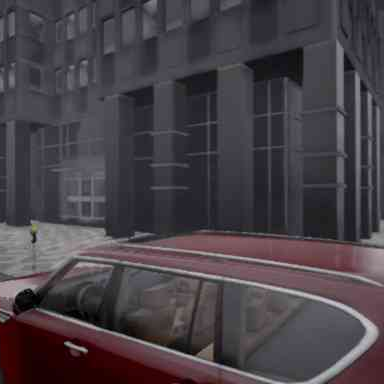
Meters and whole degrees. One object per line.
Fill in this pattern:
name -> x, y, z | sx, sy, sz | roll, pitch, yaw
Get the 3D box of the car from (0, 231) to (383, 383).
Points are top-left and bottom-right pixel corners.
car -> -0.204, 1.315, 3.113 | 5.009, 1.841, 2.192 | 0, 0, 35
